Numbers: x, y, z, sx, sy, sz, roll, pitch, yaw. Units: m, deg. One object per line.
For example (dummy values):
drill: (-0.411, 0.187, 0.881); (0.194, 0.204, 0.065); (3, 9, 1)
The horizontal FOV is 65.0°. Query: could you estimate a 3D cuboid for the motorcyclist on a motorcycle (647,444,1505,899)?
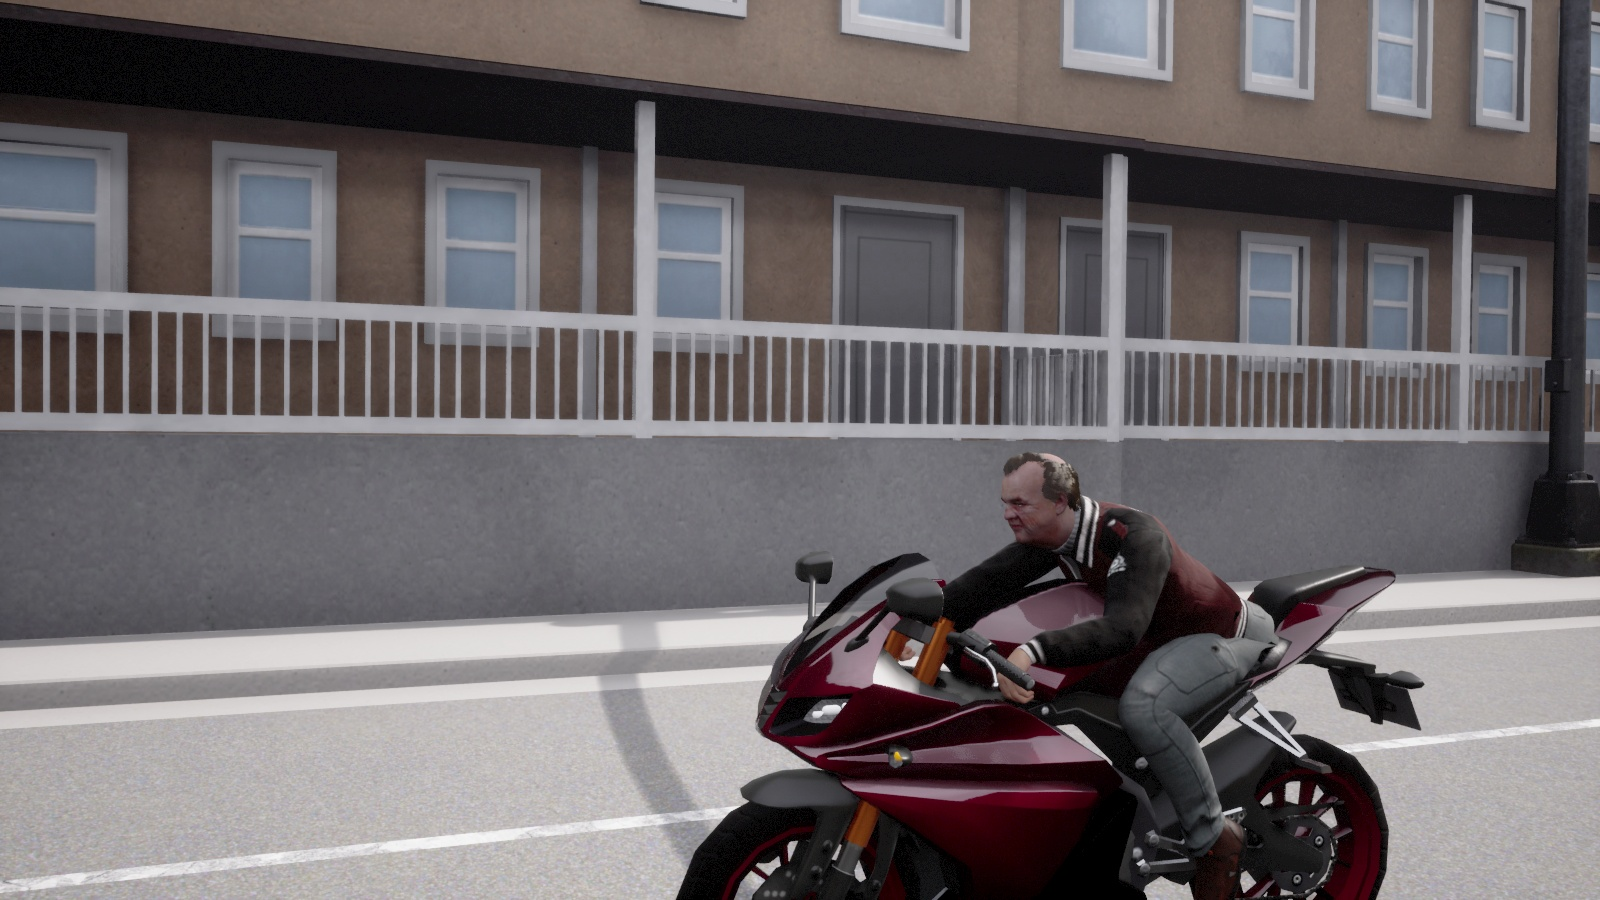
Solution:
motorcyclist on a motorcycle: (0.755, 0.768, 3.489); (2.191, 1.530, 0.866); (-1, 1, -19)
